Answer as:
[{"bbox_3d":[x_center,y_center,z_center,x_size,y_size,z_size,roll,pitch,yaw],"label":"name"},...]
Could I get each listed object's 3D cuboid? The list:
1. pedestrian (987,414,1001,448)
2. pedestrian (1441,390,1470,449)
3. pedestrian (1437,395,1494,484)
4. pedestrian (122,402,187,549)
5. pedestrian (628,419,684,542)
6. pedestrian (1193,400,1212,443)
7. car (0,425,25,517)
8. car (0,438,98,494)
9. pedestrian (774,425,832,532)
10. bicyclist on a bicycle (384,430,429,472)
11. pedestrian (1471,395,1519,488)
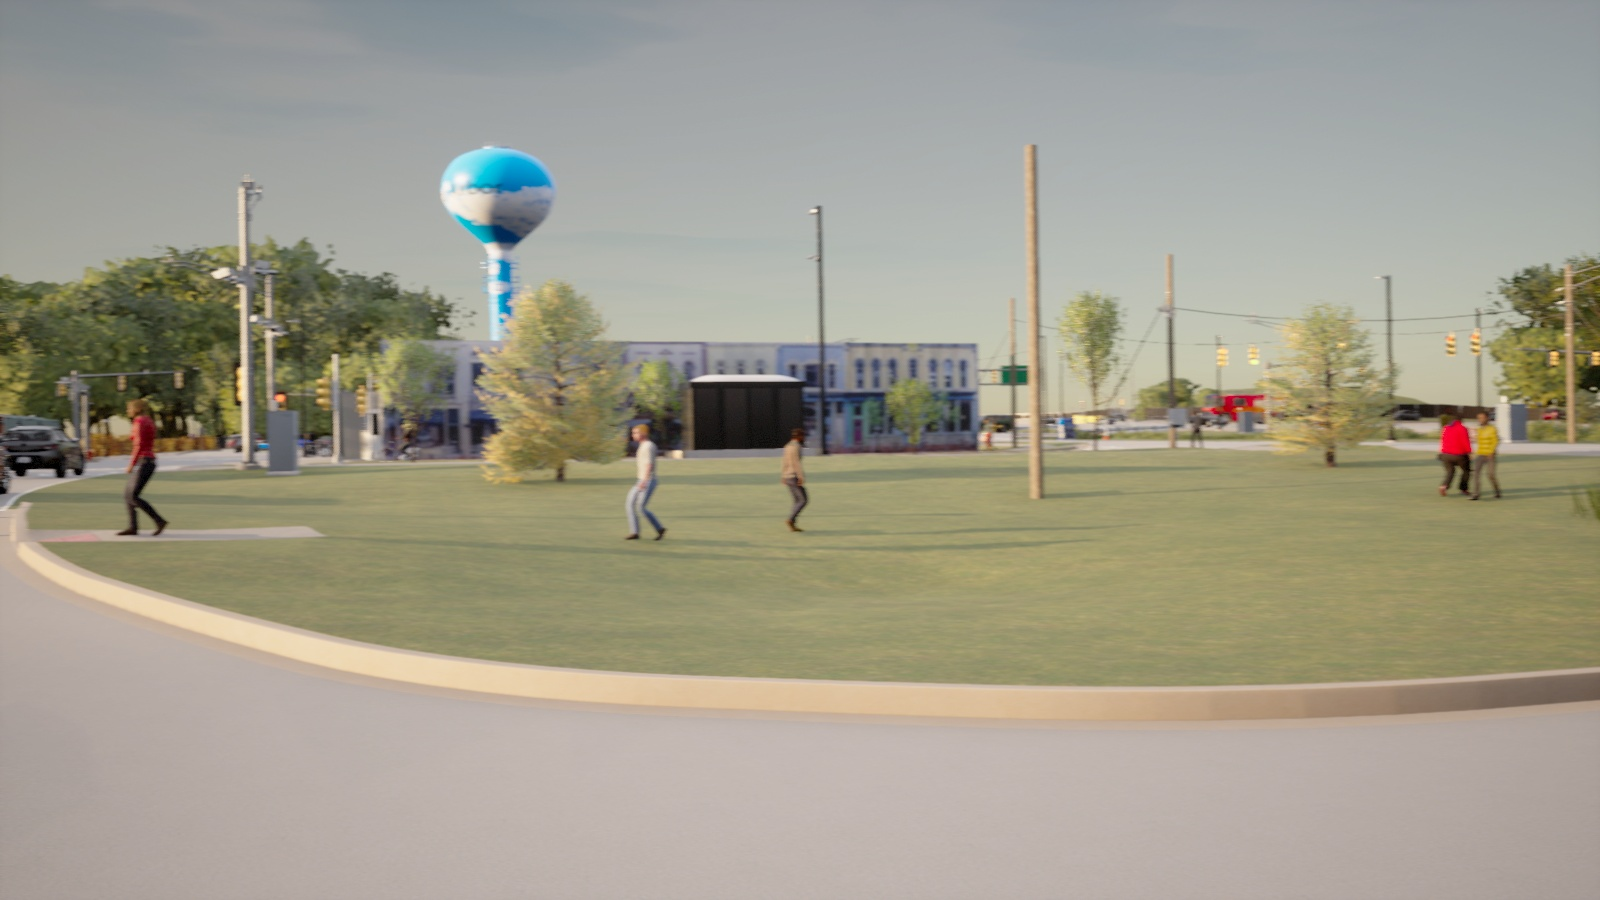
[{"bbox_3d":[10.626,-1.064,68.902,0.614,1.847,0.353,-2,0,-30],"label":"pedestrian"},{"bbox_3d":[21.006,-0.970,40.251,0.431,1.840,0.709,-2,0,-11],"label":"pedestrian"},{"bbox_3d":[14.046,-0.222,26.506,0.899,1.844,0.634,-2,0,-29],"label":"pedestrian"},{"bbox_3d":[-8.311,0.324,16.185,0.636,1.846,0.331,-2,0,-18],"label":"pedestrian"},{"bbox_3d":[-2.198,0.459,19.150,0.706,1.836,0.354,-2,0,-23],"label":"pedestrian"},{"bbox_3d":[18.736,-1.319,58.534,0.423,1.949,0.788,-2,0,-14],"label":"pedestrian"},{"bbox_3d":[-17.082,0.418,25.149,2.097,1.767,4.553,-2,2,-25],"label":"car"},{"bbox_3d":[-21.664,0.434,36.191,1.816,1.474,4.193,-2,1,-21],"label":"car"},{"bbox_3d":[0.054,0.484,21.648,0.869,1.805,0.328,-2,0,-23],"label":"pedestrian"},{"bbox_3d":[-17.322,0.039,55.284,1.843,1.776,0.659,-2,0,-16],"label":"bicyclist on a bicycle"},{"bbox_3d":[14.033,-0.178,25.351,0.709,1.840,0.431,-2,0,-22],"label":"pedestrian"}]
